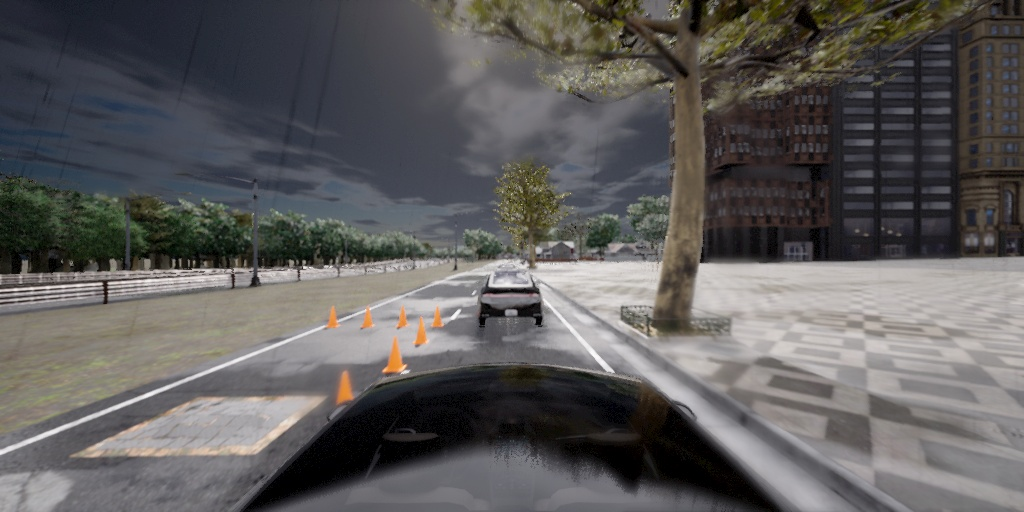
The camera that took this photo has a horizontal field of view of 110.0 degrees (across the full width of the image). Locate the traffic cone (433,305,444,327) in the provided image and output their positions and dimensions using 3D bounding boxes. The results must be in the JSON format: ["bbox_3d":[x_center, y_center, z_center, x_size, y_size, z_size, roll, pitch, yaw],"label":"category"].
[{"bbox_3d":[-2.154,1.721,10.386,0.340,0.580,0.340,0,0,-1],"label":"traffic cone"}]

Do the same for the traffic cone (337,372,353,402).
[{"bbox_3d":[-2.041,1.715,4.388,0.340,0.580,0.340,0,0,-1],"label":"traffic cone"}]

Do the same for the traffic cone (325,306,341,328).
[{"bbox_3d":[-5.154,1.736,10.330,0.340,0.580,0.340,0,0,-1],"label":"traffic cone"}]

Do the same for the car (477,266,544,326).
[{"bbox_3d":[-0.069,1.247,11.639,2.128,1.511,4.902,0,0,-1],"label":"car"}]

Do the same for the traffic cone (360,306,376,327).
[{"bbox_3d":[-4.154,1.731,10.349,0.340,0.580,0.340,0,0,-1],"label":"traffic cone"}]

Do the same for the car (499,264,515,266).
[{"bbox_3d":[-0.486,1.411,33.720,1.895,1.301,4.718,0,0,-1],"label":"car"}]

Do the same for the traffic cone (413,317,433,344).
[{"bbox_3d":[-2.117,1.718,8.387,0.340,0.580,0.340,0,0,-1],"label":"traffic cone"}]

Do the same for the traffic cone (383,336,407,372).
[{"bbox_3d":[-2.079,1.715,6.387,0.340,0.580,0.340,0,0,-1],"label":"traffic cone"}]

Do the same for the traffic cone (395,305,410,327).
[{"bbox_3d":[-3.154,1.726,10.368,0.340,0.580,0.340,0,0,-1],"label":"traffic cone"}]
